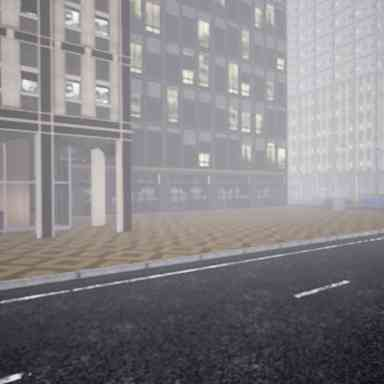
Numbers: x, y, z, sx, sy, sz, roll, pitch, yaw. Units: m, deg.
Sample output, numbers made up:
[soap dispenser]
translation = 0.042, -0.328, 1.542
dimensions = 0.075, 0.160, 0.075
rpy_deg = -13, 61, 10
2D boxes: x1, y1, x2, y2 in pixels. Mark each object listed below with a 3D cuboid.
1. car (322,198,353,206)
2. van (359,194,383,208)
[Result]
[car]
translation = 21.651, 1.344, 49.644
dimensions = 1.887, 1.381, 4.507
rpy_deg = 0, 0, -34
[van]
translation = 24.829, 1.165, 45.107
dimensions = 1.690, 1.788, 3.998
rpy_deg = 0, 0, -34
